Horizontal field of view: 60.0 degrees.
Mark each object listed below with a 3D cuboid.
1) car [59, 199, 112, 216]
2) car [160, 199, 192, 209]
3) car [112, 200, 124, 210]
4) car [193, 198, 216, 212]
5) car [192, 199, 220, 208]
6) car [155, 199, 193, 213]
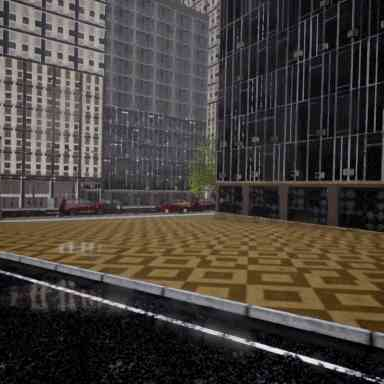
[{"bbox_3d":[-11.889,1.646,36.303,5.009,1.841,2.192,1,1,-34],"label":"car"},{"bbox_3d":[-2.453,1.786,52.321,4.829,1.417,1.752,1,1,-34],"label":"car"},{"bbox_3d":[-11.668,1.721,46.011,4.403,1.369,2.008,1,1,-34],"label":"car"},{"bbox_3d":[2.142,1.783,45.913,5.009,1.841,2.192,1,1,-34],"label":"car"},{"bbox_3d":[2.363,1.873,55.621,4.313,1.339,1.947,1,1,-34],"label":"car"},{"bbox_3d":[-2.540,1.966,42.714,4.507,1.381,1.887,1,1,-34],"label":"car"}]
